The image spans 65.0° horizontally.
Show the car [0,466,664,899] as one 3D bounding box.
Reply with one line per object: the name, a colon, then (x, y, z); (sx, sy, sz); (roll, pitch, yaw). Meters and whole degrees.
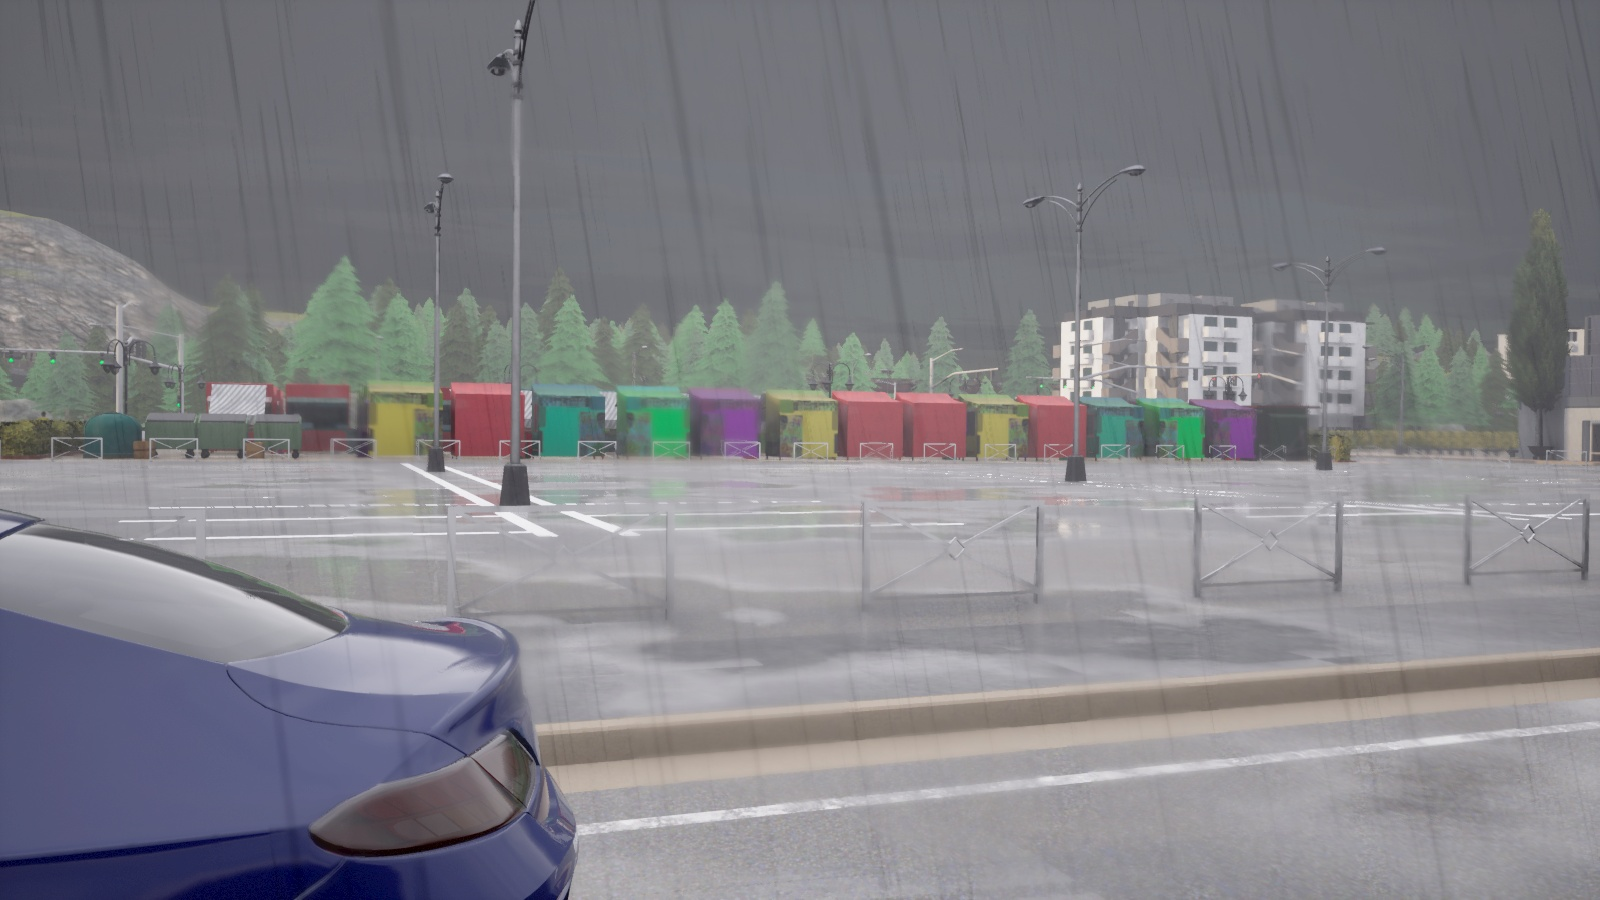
car: (-2.743, 0.818, 2.198); (4.674, 1.442, 1.812); (-1, 1, -21)
